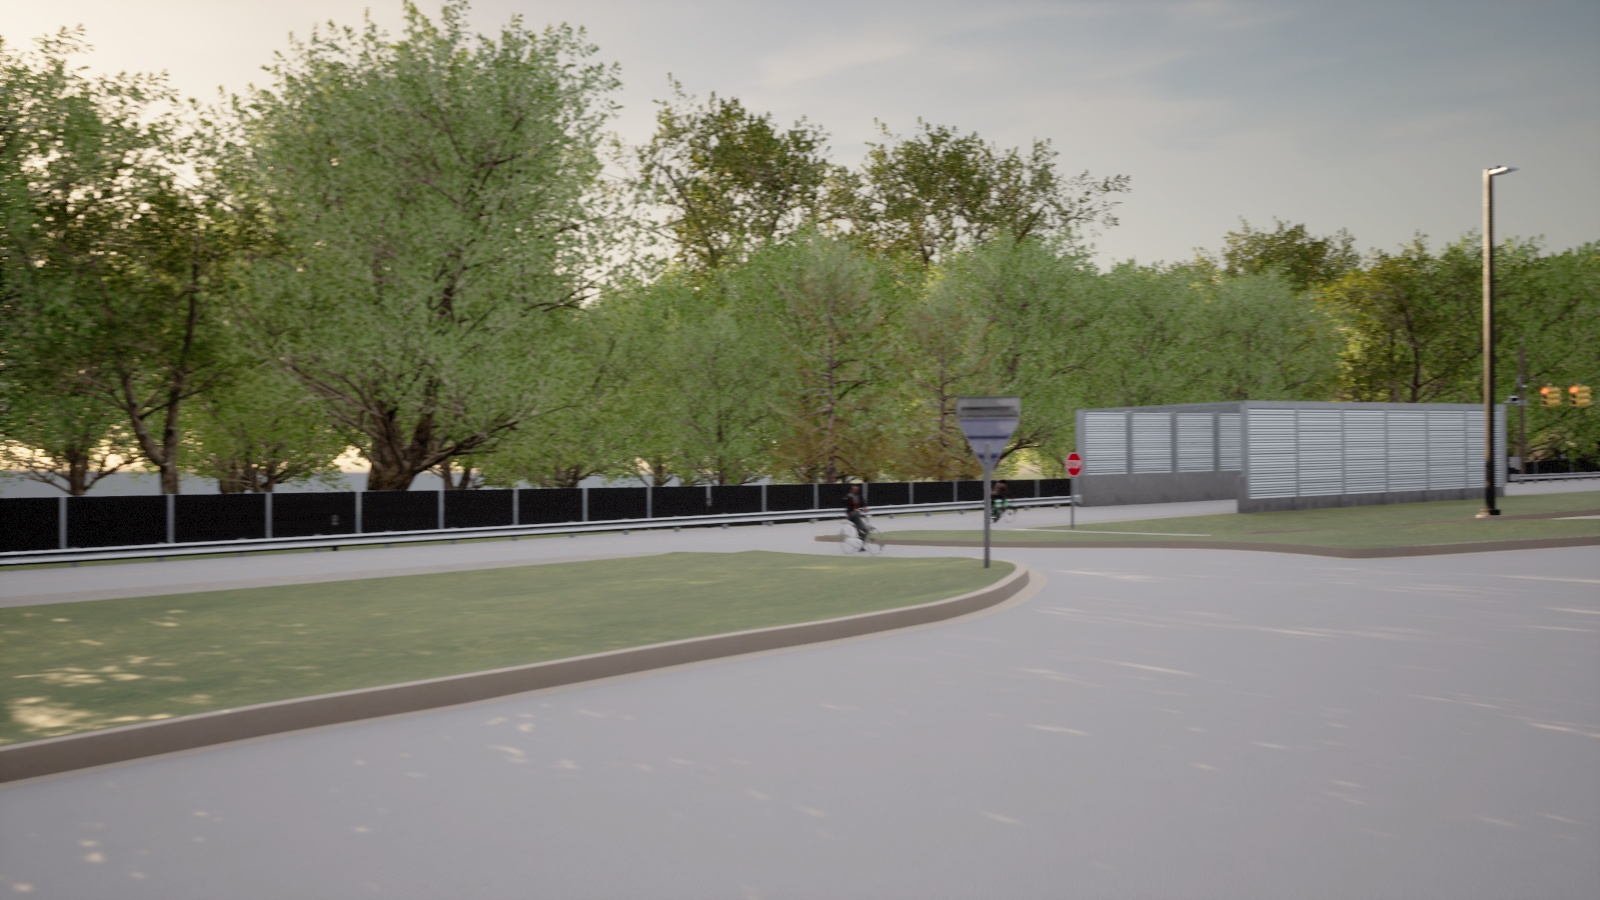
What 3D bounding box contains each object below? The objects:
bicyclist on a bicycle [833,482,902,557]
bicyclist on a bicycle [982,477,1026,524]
[{"bbox_3d":[1.638,1.717,30.985,0.659,1.776,1.843,-3,-2,-32],"label":"bicyclist on a bicycle"},{"bbox_3d":[7.452,1.825,45.769,1.656,1.620,0.582,-1,0,-38],"label":"bicyclist on a bicycle"}]
